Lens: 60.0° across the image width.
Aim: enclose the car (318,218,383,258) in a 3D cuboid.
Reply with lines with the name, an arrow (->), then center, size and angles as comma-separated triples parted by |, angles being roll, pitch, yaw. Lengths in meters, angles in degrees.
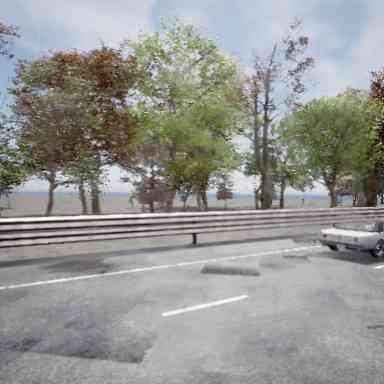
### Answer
car -> 7.201, 1.685, 13.100 | 4.718, 1.301, 1.895 | 1, 0, -33
